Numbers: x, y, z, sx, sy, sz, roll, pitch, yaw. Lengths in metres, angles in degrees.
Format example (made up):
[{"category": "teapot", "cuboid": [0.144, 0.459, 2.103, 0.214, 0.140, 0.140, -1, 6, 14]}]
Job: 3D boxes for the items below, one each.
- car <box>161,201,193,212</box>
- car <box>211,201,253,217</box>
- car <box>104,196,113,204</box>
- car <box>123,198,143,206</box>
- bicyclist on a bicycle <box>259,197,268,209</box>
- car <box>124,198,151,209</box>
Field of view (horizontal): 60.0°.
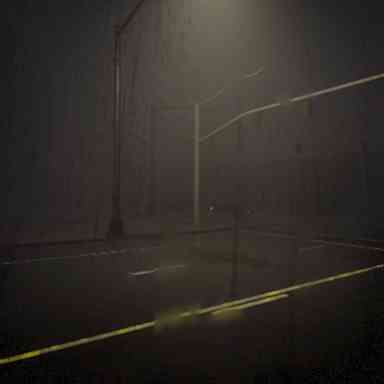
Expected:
[{"category": "car", "cuboid": [-1.887, 1.745, 41.287, 1.895, 1.301, 4.718, 0, 0, -36]}, {"category": "car", "cuboid": [3.915, 1.637, 33.199, 2.128, 1.511, 4.902, 0, 0, -36]}, {"category": "car", "cuboid": [-16.431, 1.633, 67.733, 1.812, 1.442, 4.674, 0, 0, -36]}, {"category": "car", "cuboid": [-10.604, 1.730, 59.695, 1.994, 1.385, 4.181, 0, 0, -35]}, {"category": "bicyclist on a bicycle", "cuboid": [9.536, 1.521, 44.209, 1.656, 1.620, 0.582, 0, 0, -36]}, {"category": "car", "cuboid": [-7.768, 1.621, 49.502, 1.882, 1.535, 5.008, 0, 0, -35]}]
